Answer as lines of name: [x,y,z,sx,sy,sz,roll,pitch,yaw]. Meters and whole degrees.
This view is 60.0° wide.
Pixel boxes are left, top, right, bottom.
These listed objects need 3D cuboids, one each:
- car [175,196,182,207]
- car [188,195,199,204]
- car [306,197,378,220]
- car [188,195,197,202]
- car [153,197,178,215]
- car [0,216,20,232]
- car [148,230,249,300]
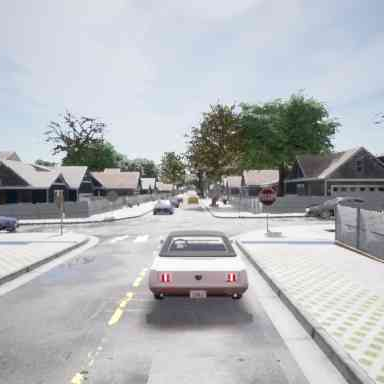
car: [-2.754,1.447,45.509,1.812,1.442,4.674,0,0,1]
car: [0.215,1.368,62.958,1.882,1.535,5.008,0,0,0]
car: [10.521,1.120,23.355,4.902,1.511,2.128,-1,0,0]
car: [0.143,1.397,76.136,2.128,1.511,4.902,0,0,0]
car: [-2.787,1.493,33.605,2.033,1.411,5.357,0,0,0]
car: [-13.004,1.817,20.207,4.674,1.442,1.812,-2,0,2]
car: [0.120,1.596,8.356,1.895,1.301,4.718,0,0,0]
